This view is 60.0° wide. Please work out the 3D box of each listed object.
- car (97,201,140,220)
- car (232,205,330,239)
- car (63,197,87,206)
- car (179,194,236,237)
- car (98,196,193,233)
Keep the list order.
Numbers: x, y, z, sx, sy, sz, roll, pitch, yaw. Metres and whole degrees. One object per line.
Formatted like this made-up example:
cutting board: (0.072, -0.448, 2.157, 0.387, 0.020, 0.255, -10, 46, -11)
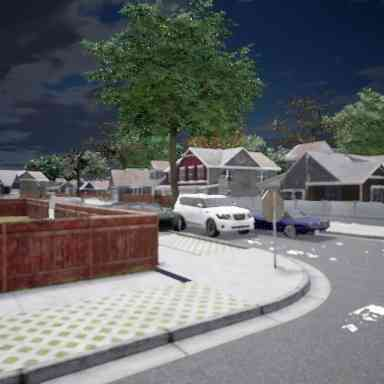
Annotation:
car: (-6.234, 1.460, 27.870, 1.895, 1.301, 4.718, -1, 1, -35)
car: (4.522, 1.532, 17.271, 1.895, 1.301, 4.718, -1, 1, -37)
car: (-13.666, 1.303, 38.615, 1.812, 1.442, 4.674, -1, 2, -34)
car: (0.958, 1.156, 18.216, 2.150, 2.045, 5.566, -1, 1, -30)
car: (-2.388, 1.311, 17.442, 2.097, 1.767, 4.553, 0, 1, 42)
